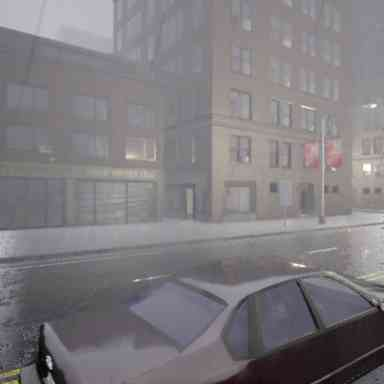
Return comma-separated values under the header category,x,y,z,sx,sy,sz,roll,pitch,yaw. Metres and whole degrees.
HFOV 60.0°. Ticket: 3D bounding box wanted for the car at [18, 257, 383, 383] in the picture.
category,x,y,z,sx,sy,sz,roll,pitch,yaw
car,0.927,1.570,4.103,5.357,1.411,2.033,0,0,-36
